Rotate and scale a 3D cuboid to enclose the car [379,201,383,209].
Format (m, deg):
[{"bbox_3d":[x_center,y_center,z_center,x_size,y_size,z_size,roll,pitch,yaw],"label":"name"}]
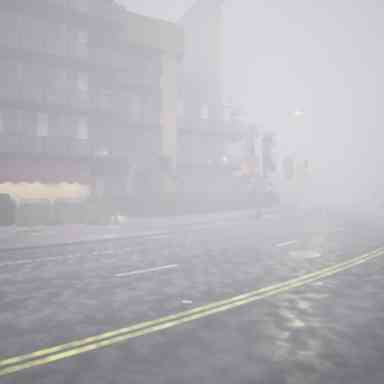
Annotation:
[{"bbox_3d":[24.794,1.476,41.100,1.812,1.442,4.674,0,0,11],"label":"car"}]
